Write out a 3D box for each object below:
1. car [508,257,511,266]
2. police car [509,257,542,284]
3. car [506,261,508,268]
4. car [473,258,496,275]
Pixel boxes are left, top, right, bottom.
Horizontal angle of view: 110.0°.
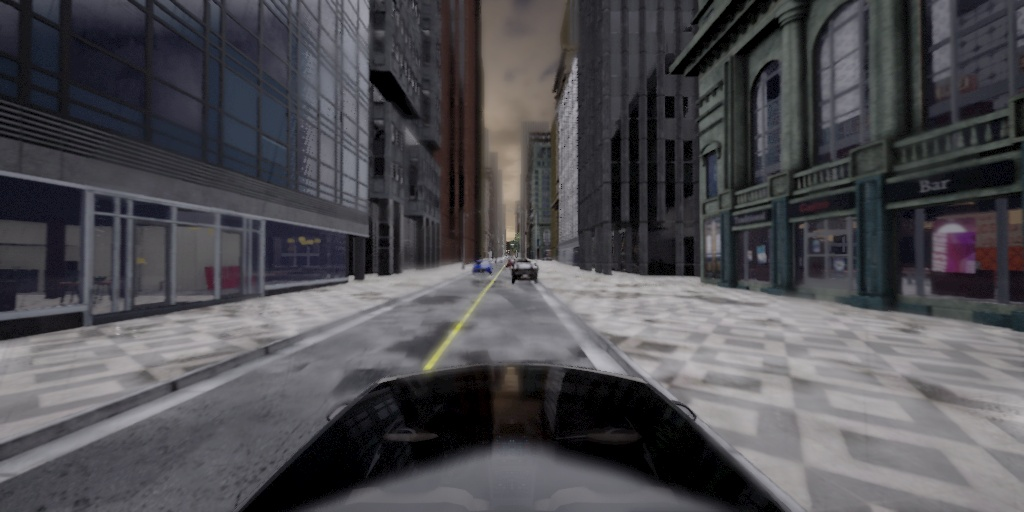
[{"bbox_3d":[0.908,1.062,36.820,2.097,1.767,4.553,0,0,0],"label":"car"},{"bbox_3d":[0.907,1.153,26.959,1.930,1.638,5.238,0,0,0],"label":"police car"},{"bbox_3d":[0.016,1.193,59.726,1.812,1.442,4.674,0,0,0],"label":"car"},{"bbox_3d":[-3.077,1.186,38.380,1.882,1.535,5.008,0,0,0],"label":"car"}]
